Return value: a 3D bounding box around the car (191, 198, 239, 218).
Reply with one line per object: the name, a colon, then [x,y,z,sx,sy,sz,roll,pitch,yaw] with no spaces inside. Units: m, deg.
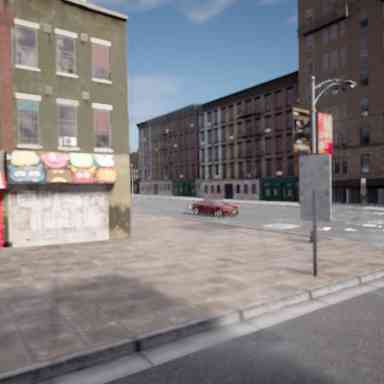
car: [1.944,1.314,28.893,1.882,1.535,5.008,-2,2,-36]
